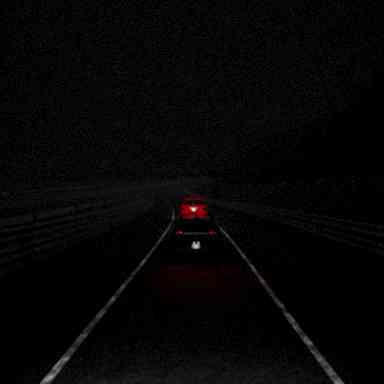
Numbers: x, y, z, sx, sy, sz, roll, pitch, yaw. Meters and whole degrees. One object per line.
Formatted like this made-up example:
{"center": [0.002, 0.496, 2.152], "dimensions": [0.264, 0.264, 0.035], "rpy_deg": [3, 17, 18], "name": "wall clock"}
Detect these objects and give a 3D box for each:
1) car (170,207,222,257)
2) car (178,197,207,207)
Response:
{"center": [0.174, 1.599, 13.431], "dimensions": [2.128, 1.511, 4.902], "rpy_deg": [0, 0, 1], "name": "car"}
{"center": [0.062, 1.438, 27.577], "dimensions": [2.150, 2.045, 5.566], "rpy_deg": [0, 0, -1], "name": "car"}
